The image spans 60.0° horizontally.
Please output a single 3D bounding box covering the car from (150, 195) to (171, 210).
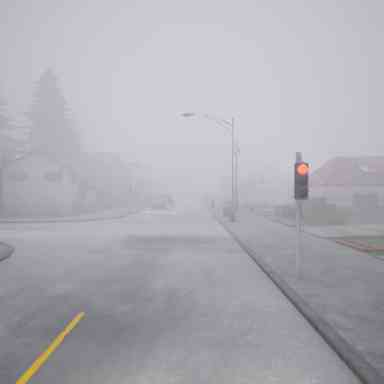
[{"bbox_3d":[-4.043,1.494,41.749,1.837,1.490,4.892,0,0,0],"label":"car"}]

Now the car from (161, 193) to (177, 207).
[{"bbox_3d":[-4.026,1.208,52.244,2.150,2.045,5.566,0,0,0],"label":"car"}]
